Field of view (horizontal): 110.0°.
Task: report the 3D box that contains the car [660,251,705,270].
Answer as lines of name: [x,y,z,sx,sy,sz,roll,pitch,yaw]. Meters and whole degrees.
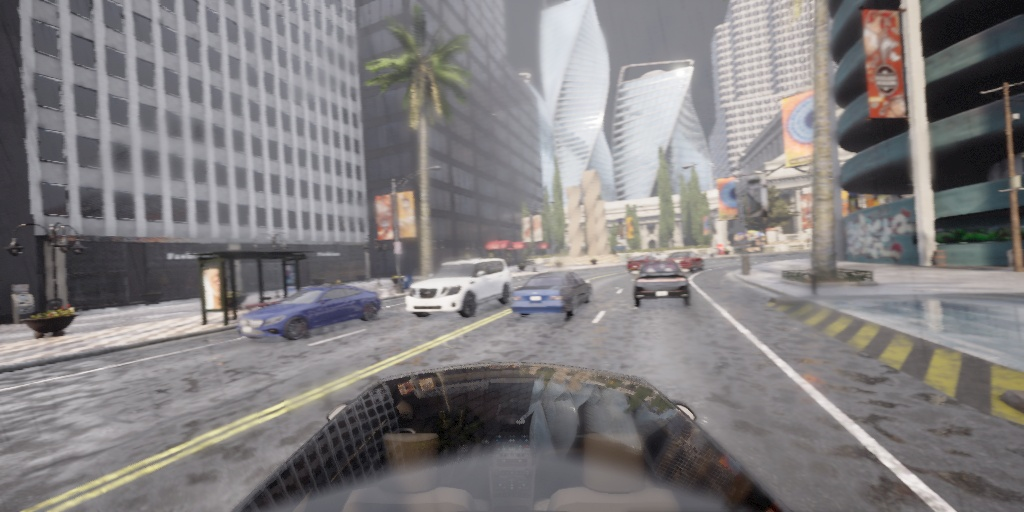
car: [14.191,0.371,29.375,2.097,1.767,4.553,-4,0,39]

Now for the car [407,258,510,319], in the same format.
car: [-1.806,1.160,14.349,2.150,2.045,5.566,-4,0,22]

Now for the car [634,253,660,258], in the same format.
car: [12.001,0.652,32.189,1.882,1.535,5.008,-4,-1,41]

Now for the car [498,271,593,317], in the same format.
car: [1.626,1.261,12.992,2.033,1.411,5.357,-4,0,22]

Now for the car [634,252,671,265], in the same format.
car: [18.106,0.316,46.218,4.674,1.442,1.812,-3,0,-29]

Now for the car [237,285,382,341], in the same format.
car: [-6.435,1.743,12.048,1.812,1.442,4.674,-4,0,22]

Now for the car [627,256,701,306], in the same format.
car: [5.683,0.954,13.752,2.128,1.511,4.902,-4,0,22]
